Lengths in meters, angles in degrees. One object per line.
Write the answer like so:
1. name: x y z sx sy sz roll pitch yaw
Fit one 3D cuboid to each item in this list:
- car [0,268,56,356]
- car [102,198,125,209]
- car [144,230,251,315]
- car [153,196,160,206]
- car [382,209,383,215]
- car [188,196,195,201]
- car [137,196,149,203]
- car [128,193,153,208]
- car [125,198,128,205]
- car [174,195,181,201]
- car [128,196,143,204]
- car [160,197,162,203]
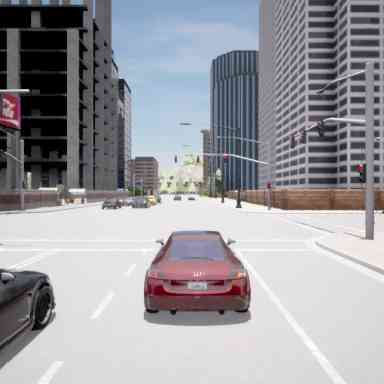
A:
1. car: -3.413 1.564 4.244 1.994 1.385 4.181 0 0 0
2. car: -10.662 1.526 44.475 1.812 1.442 4.674 0 0 0
3. car: 0.089 1.564 7.660 1.994 1.385 4.181 0 0 0
4. car: -7.120 1.478 56.354 1.882 1.535 5.008 0 0 0
5. car: 18.507 1.601 27.580 4.718 1.301 1.895 0 0 0
6. car: -0.135 1.595 84.240 1.895 1.301 4.718 0 0 0
7. car: -10.616 1.552 72.725 1.994 1.385 4.181 0 0 0
8. car: -7.159 1.352 47.018 2.097 1.767 4.553 0 0 0
9. car: -10.637 1.601 53.583 1.895 1.301 4.718 0 0 0
10. car: -3.635 1.525 84.205 2.128 1.511 4.902 0 0 0
11. car: -10.612 1.564 62.730 1.994 1.385 4.181 0 0 0
12. car: -7.106 1.505 66.552 1.837 1.490 4.892 0 0 0
